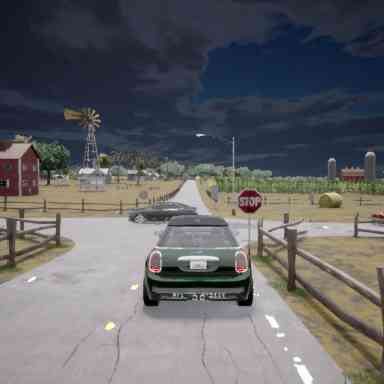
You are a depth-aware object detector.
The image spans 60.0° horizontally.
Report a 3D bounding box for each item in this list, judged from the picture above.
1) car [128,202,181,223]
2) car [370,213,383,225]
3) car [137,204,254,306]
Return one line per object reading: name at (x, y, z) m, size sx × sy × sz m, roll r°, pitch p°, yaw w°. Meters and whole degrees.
car at (-2.077, 1.481, 23.590) m, size 4.892 × 1.490 × 1.837 m, roll 0°, pitch 0°, yaw 0°
car at (15.301, 1.813, 23.460) m, size 4.718 × 1.301 × 1.895 m, roll 1°, pitch 2°, yaw 0°
car at (0.121, 1.346, 8.160) m, size 2.097 × 1.767 × 4.553 m, roll 0°, pitch 0°, yaw 0°
